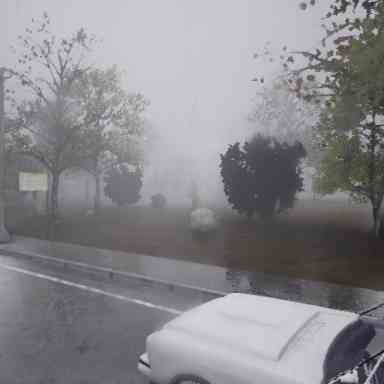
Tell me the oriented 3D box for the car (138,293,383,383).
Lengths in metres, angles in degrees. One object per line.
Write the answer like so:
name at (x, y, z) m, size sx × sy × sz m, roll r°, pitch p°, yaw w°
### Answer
car at (1.807, 1.601, 2.710) m, size 4.718 × 1.301 × 1.895 m, roll 0°, pitch 0°, yaw 35°
